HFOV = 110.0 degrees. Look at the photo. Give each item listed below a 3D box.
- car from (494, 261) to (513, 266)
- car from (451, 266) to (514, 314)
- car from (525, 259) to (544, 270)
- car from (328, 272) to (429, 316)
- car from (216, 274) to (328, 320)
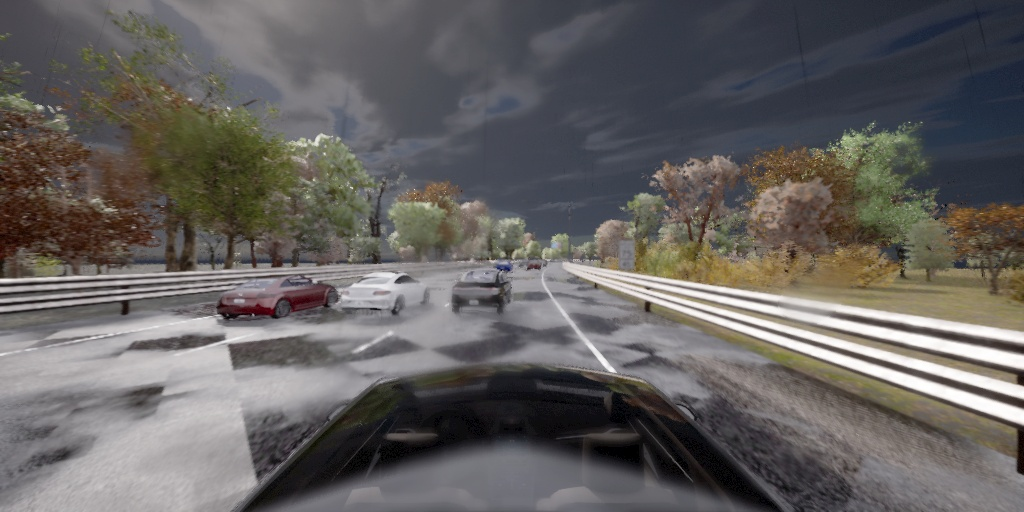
[{"bbox_3d":[-0.971,1.493,50.238,1.882,1.535,5.008,0,0,7],"label":"car"},{"bbox_3d":[-1.047,1.305,14.089,2.128,1.511,4.902,0,0,4],"label":"car"},{"bbox_3d":[3.869,1.440,60.384,2.097,1.767,4.553,0,0,8],"label":"car"},{"bbox_3d":[-4.593,1.325,13.501,1.812,1.442,4.674,0,0,4],"label":"car"},{"bbox_3d":[-8.148,1.350,12.914,1.994,1.385,4.181,0,0,4],"label":"car"}]
